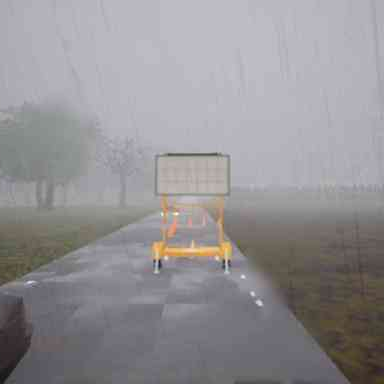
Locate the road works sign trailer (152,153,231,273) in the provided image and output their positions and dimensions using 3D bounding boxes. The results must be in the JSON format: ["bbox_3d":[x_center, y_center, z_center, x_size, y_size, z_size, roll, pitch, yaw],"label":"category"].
[{"bbox_3d":[0.021,0.524,10.853,2.380,3.560,2.880,0,0,1],"label":"road works sign trailer"}]

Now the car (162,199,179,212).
[{"bbox_3d":[-2.784,1.760,44.404,2.097,1.767,4.553,0,-1,0],"label":"car"}]

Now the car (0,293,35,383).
[{"bbox_3d":[-2.848,1.557,1.742,2.033,1.411,5.357,0,0,0],"label":"car"}]
